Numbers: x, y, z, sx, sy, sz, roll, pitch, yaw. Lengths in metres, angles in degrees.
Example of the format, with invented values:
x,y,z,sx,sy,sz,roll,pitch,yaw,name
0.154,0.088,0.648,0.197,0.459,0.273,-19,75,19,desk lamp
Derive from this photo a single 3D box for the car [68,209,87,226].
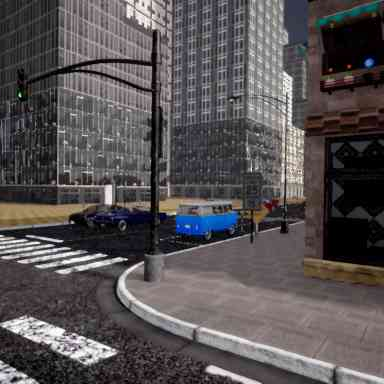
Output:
x,y,z,sx,sy,sz,roll,pitch,yaw,name
-5.954,1.467,21.880,1.947,1.339,4.313,1,1,36,car

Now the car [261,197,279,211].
x,y,z,sx,sy,sz,roll,pitch,yaw,name
7.506,1.506,36.272,1.895,1.301,4.718,1,1,36,car

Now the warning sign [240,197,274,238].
x,y,z,sx,sy,sz,roll,pitch,yaw,name
3.150,1.177,16.112,1.300,1.860,1.060,1,1,36,warning sign

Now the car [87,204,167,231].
x,y,z,sx,sy,sz,roll,pitch,yaw,name
-3.744,1.541,20.520,1.895,1.301,4.718,1,1,36,car

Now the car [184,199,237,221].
x,y,z,sx,sy,sz,roll,pitch,yaw,name
1.646,1.414,28.070,2.128,1.511,4.902,1,1,35,car

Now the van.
x,y,z,sx,sy,sz,roll,pitch,yaw,name
0.870,1.368,17.009,1.690,1.788,3.998,1,1,36,van

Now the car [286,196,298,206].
x,y,z,sx,sy,sz,roll,pitch,yaw,name
16.442,1.364,53.266,1.752,1.417,4.829,1,1,36,car

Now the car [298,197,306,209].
x,y,z,sx,sy,sz,roll,pitch,yaw,name
15.609,1.416,42.228,1.882,1.535,5.008,1,1,36,car
